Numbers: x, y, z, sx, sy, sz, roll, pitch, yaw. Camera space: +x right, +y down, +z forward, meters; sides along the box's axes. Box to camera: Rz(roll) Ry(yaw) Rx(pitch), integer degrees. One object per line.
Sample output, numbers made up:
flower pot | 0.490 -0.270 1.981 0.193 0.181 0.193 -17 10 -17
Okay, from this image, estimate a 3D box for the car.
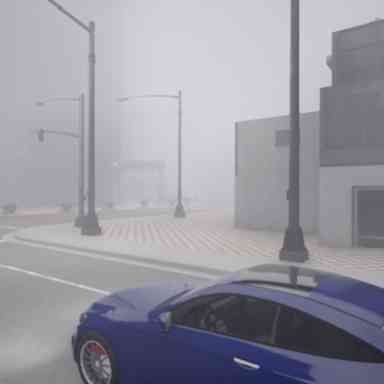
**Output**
car | 0.713 1.528 3.485 4.674 1.442 1.812 0 0 36
